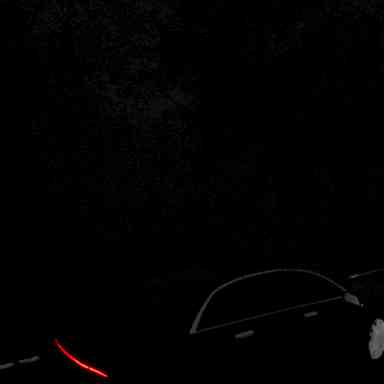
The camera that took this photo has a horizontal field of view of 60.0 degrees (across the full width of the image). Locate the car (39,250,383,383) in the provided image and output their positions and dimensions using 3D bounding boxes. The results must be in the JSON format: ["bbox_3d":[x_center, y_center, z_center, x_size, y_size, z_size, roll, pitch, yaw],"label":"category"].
[{"bbox_3d":[0.735,1.534,4.266,4.892,1.490,1.837,1,0,-35],"label":"car"}]
